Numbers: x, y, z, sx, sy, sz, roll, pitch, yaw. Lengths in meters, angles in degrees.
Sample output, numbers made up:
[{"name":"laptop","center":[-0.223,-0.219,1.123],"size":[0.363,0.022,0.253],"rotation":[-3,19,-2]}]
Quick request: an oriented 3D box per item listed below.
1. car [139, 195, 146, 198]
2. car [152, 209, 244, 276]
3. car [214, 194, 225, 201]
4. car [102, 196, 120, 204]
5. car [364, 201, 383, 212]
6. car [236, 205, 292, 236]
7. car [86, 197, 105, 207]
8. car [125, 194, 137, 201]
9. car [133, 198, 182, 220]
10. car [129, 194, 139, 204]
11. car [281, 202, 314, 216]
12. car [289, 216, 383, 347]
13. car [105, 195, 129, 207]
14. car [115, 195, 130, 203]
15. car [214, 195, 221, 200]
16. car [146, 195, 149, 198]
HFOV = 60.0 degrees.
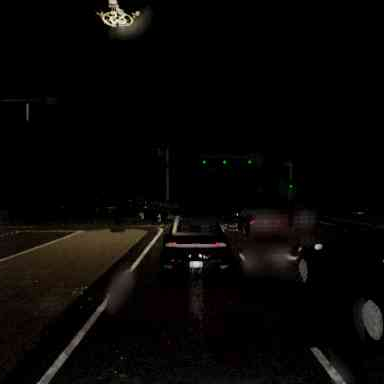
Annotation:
[{"name":"car","center":[-11.514,1.500,70.976],"size":[1.812,1.442,4.674],"rotation":[0,0,0]},{"name":"car","center":[0.098,1.488,10.270],"size":[2.128,1.511,4.902],"rotation":[0,0,0]},{"name":"car","center":[7.008,1.327,82.981],"size":[2.097,1.767,4.553],"rotation":[0,0,1]},{"name":"car","center":[-15.013,1.526,62.147],"size":[2.033,1.411,5.357],"rotation":[0,0,0]},{"name":"car","center":[21.289,1.535,35.378],"size":[5.357,1.411,2.033],"rotation":[0,0,1]},{"name":"car","center":[3.596,1.541,18.487],"size":[2.033,1.411,5.357],"rotation":[0,0,0]},{"name":"car","center":[-15.066,1.460,52.369],"size":[1.882,1.535,5.008],"rotation":[0,0,0]},{"name":"car","center":[-14.997,1.321,82.416],"size":[2.097,1.767,4.553],"rotation":[0,0,0]},{"name":"car","center":[-2.398,1.495,25.439],"size":[1.837,1.490,4.892],"rotation":[3,-2,-34]},{"name":"car","center":[-11.512,1.484,60.706],"size":[1.837,1.490,4.892],"rotation":[0,0,0]},{"name":"car","center":[7.097,1.496,23.546],"size":[1.837,1.490,4.892],"rotation":[0,0,0]},{"name":"car","center":[3.599,1.475,6.335],"size":[1.882,1.535,5.008],"rotation":[0,0,0]},{"name":"car","center":[-11.607,1.546,51.884],"size":[1.994,1.385,4.181],"rotation":[0,0,1]},{"name":"car","center":[-15.015,1.501,72.250],"size":[2.128,1.511,4.902],"rotation":[0,0,0]},{"name":"car","center":[7.248,1.520,95.283],"size":[1.994,1.385,4.181],"rotation":[0,0,1]},{"name":"car","center":[-11.507,1.496,81.383],"size":[2.128,1.511,4.902],"rotation":[0,0,0]}]
